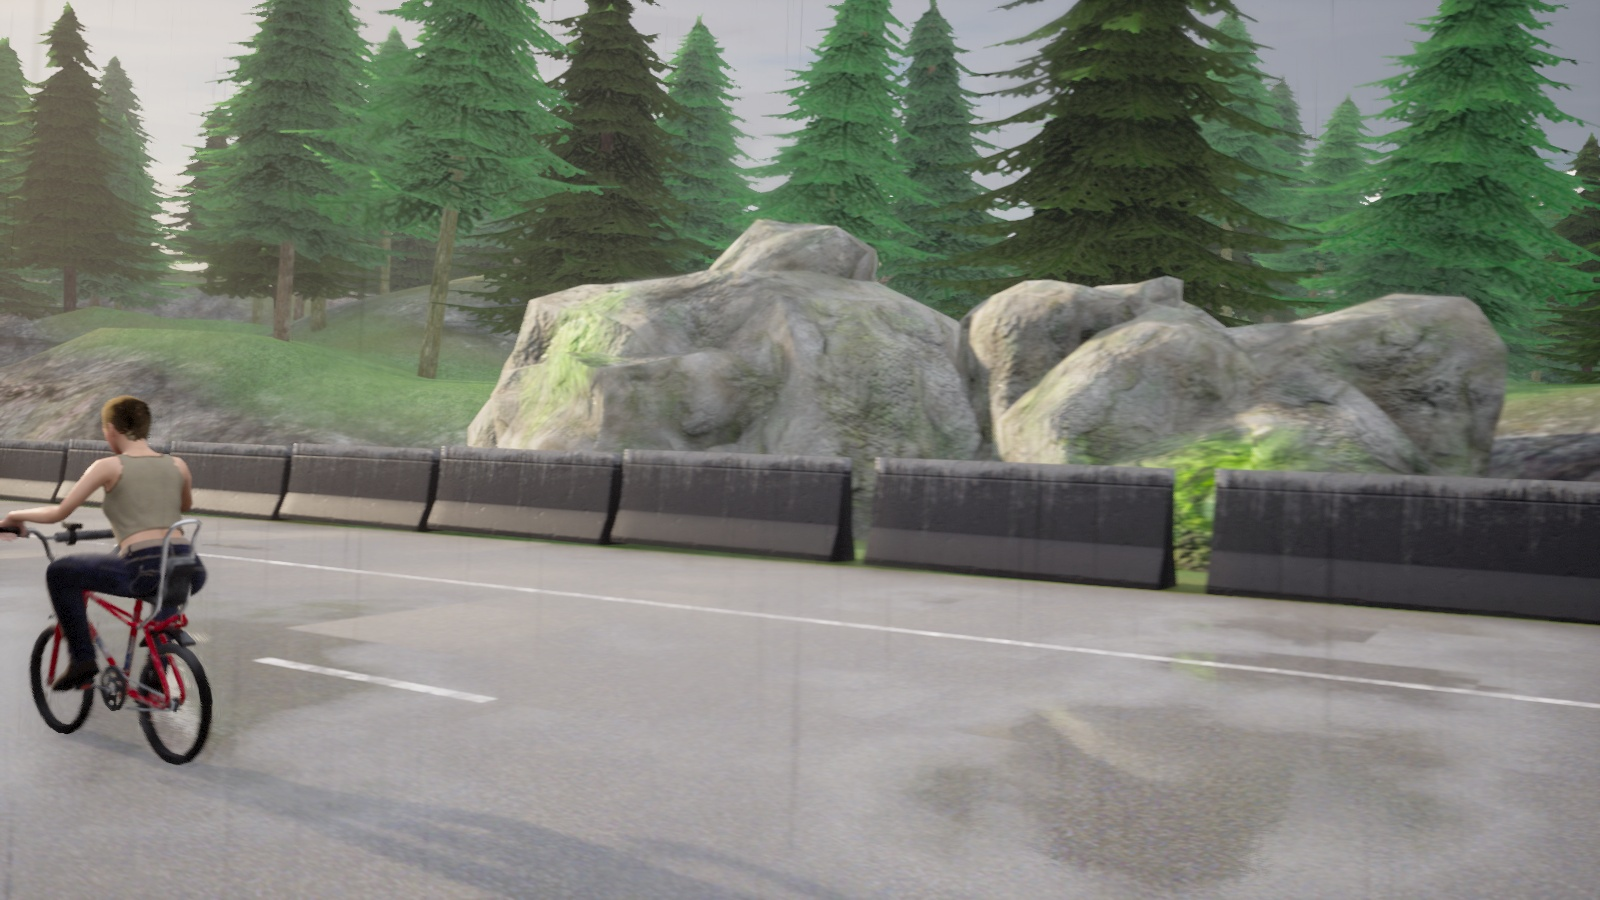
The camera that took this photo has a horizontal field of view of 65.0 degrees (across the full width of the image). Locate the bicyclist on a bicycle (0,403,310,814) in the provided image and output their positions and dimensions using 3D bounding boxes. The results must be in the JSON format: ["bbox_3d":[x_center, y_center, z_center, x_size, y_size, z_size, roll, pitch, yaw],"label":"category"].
[{"bbox_3d":[-3.084,0.616,5.703,1.509,1.612,0.866,0,1,34],"label":"bicyclist on a bicycle"}]
